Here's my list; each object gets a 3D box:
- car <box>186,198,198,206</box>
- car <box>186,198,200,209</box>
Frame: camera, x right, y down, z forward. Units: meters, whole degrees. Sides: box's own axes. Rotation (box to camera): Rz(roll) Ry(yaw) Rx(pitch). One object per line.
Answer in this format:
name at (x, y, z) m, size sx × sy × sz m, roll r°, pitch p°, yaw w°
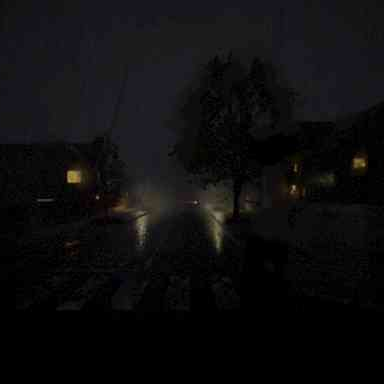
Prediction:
car at (0.043, 1.673, 56.096) m, size 1.895 × 1.301 × 4.718 m, roll 0°, pitch 0°, yaw 0°
car at (0.112, 1.527, 45.668) m, size 2.128 × 1.511 × 4.902 m, roll 0°, pitch 0°, yaw 0°
